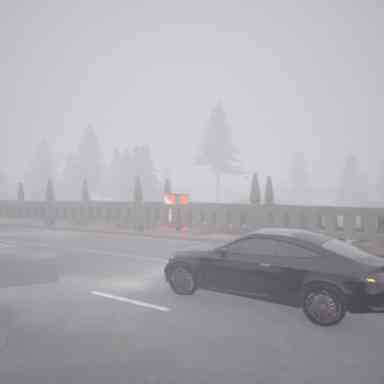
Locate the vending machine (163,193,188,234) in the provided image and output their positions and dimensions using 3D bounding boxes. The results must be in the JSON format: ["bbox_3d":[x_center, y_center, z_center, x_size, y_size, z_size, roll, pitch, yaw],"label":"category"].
[{"bbox_3d":[-0.871,1.100,17.747,0.880,2.100,1.100,1,0,29],"label":"vending machine"}]

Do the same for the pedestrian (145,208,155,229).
[{"bbox_3d":[-2.253,1.324,18.126,0.375,1.300,0.375,1,1,29],"label":"pedestrian"}]

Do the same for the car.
[{"bbox_3d":[1.570,1.489,6.904,4.674,1.442,1.812,0,0,34],"label":"car"}]
